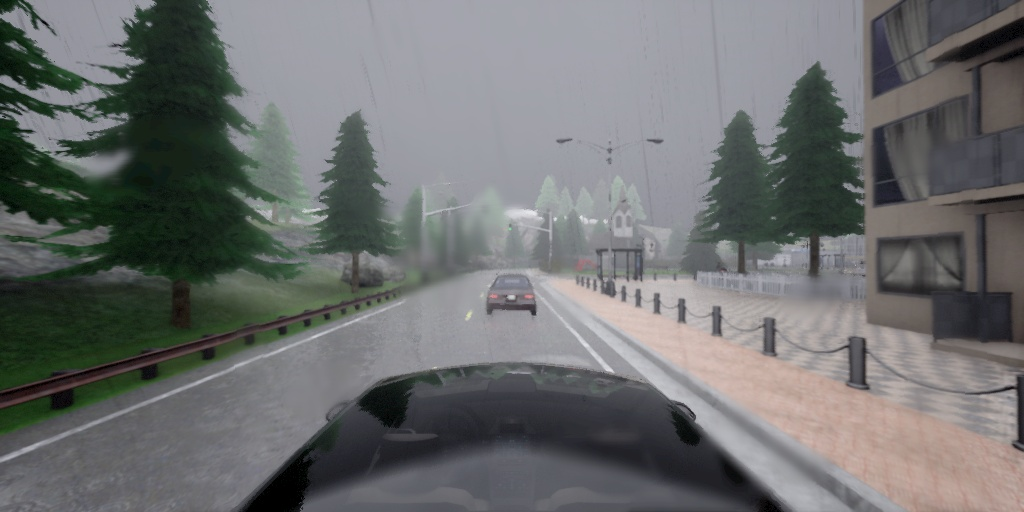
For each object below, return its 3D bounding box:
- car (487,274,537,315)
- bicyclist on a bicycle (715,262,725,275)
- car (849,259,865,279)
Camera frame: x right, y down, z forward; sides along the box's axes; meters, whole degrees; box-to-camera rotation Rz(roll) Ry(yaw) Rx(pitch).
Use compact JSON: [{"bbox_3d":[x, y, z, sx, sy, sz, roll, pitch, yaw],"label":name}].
[{"bbox_3d":[0.008,1.435,14.339,2.033,1.411,5.357,0,-1,0],"label":"car"},{"bbox_3d":[18.358,1.360,31.622,0.582,1.620,1.656,0,-1,0],"label":"bicyclist on a bicycle"},{"bbox_3d":[37.560,1.324,35.641,5.566,2.045,2.150,0,-1,0],"label":"car"}]
